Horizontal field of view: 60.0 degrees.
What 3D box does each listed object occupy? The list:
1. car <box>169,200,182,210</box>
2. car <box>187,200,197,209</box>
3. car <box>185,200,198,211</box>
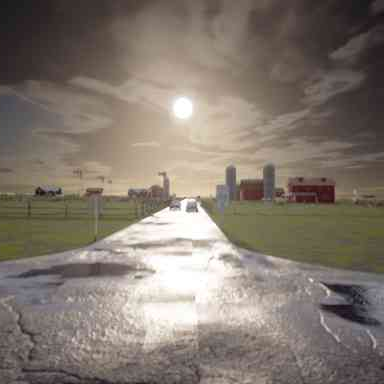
[{"bbox_3d":[-2.773,2.219,56.521,1.837,1.490,4.892,0,-1,0],"label":"car"},{"bbox_3d":[-0.024,2.253,61.524,1.882,1.535,5.008,0,-1,0],"label":"car"},{"bbox_3d":[-0.019,2.191,51.103,2.033,1.411,5.357,0,-1,0],"label":"car"}]
